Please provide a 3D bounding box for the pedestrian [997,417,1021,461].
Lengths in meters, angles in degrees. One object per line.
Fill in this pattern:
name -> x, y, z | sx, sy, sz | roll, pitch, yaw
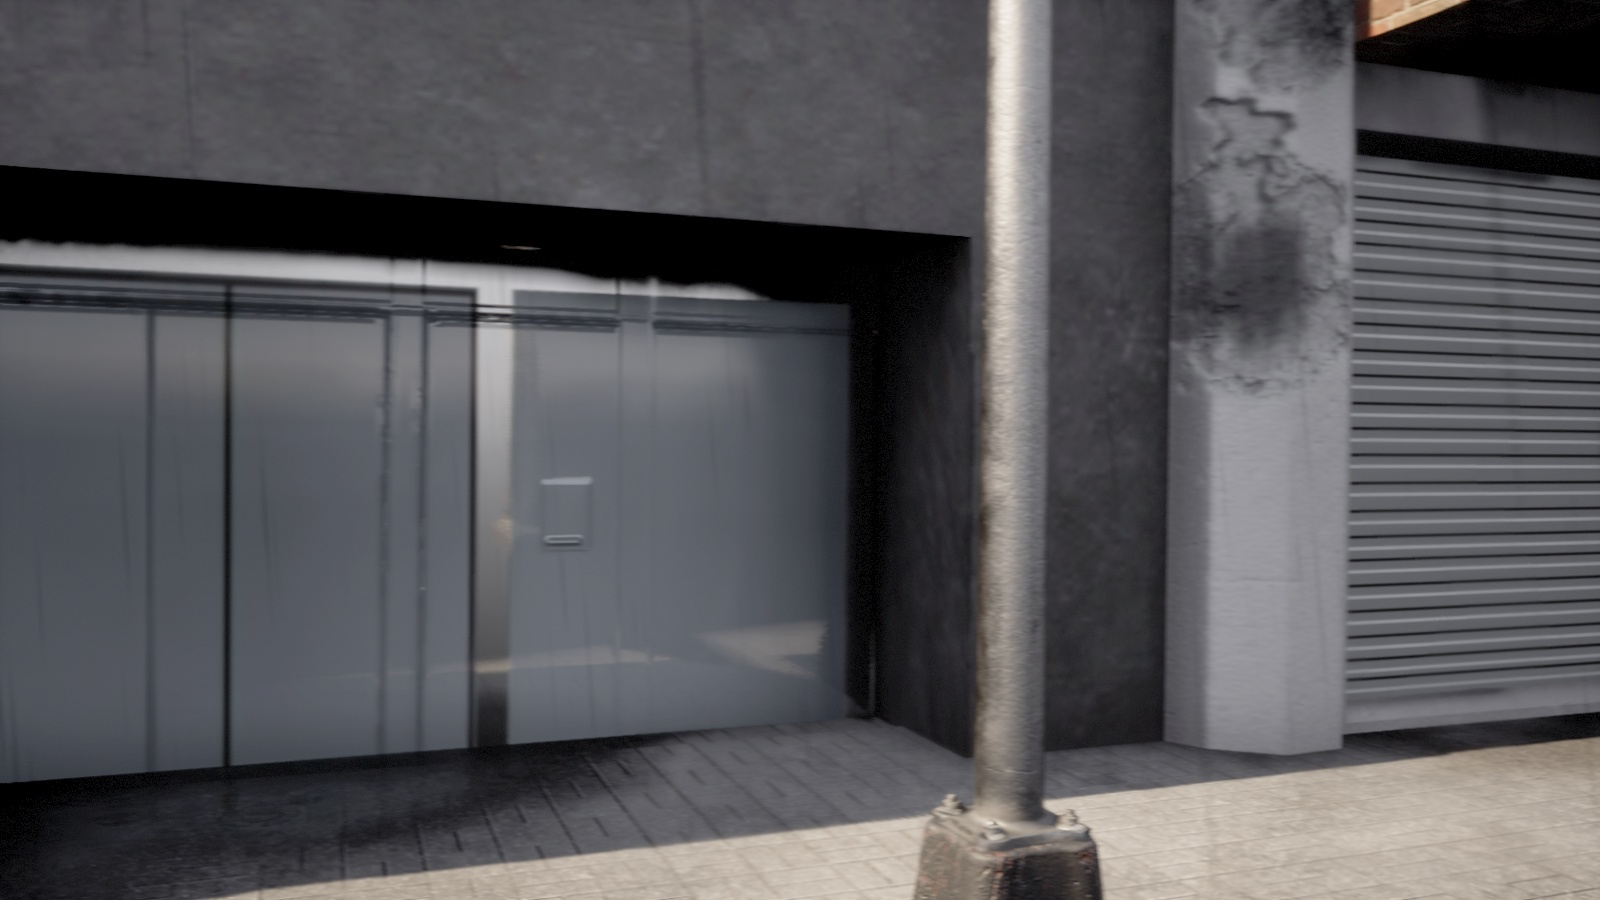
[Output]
pedestrian -> 9.293, -0.500, 55.915 | 0.659, 1.952, 0.873 | -1, 1, -22
